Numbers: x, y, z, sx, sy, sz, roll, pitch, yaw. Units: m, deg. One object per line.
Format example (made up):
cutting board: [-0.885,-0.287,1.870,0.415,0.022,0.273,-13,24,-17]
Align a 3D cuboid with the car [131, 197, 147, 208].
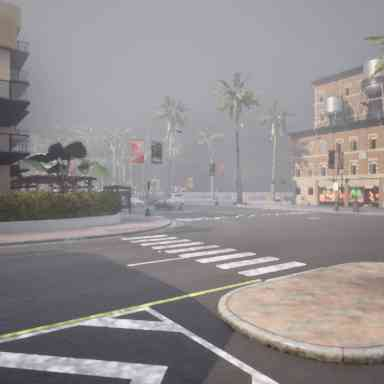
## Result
car: [-8.852,1.524,49.822,1.812,1.442,4.674,0,0,-35]

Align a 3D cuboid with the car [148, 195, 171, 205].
car: [-5.745,1.545,51.807,2.033,1.411,5.357,0,0,-35]

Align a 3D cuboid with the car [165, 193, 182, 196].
car: [-3.510,1.219,54.717,2.150,2.045,5.566,0,0,-35]

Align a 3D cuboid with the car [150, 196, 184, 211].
car: [-3.043,1.524,41.521,1.812,1.442,4.674,0,0,-35]
